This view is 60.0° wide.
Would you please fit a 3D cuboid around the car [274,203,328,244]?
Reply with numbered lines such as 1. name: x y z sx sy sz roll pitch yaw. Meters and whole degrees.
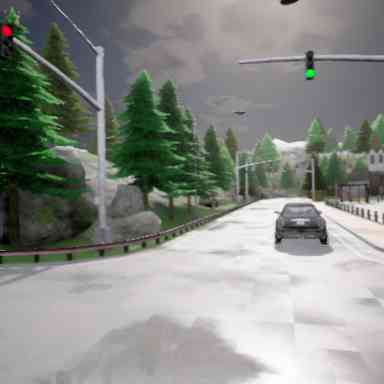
1. car: 4.955 1.268 15.520 2.097 1.767 4.553 -1 0 15
